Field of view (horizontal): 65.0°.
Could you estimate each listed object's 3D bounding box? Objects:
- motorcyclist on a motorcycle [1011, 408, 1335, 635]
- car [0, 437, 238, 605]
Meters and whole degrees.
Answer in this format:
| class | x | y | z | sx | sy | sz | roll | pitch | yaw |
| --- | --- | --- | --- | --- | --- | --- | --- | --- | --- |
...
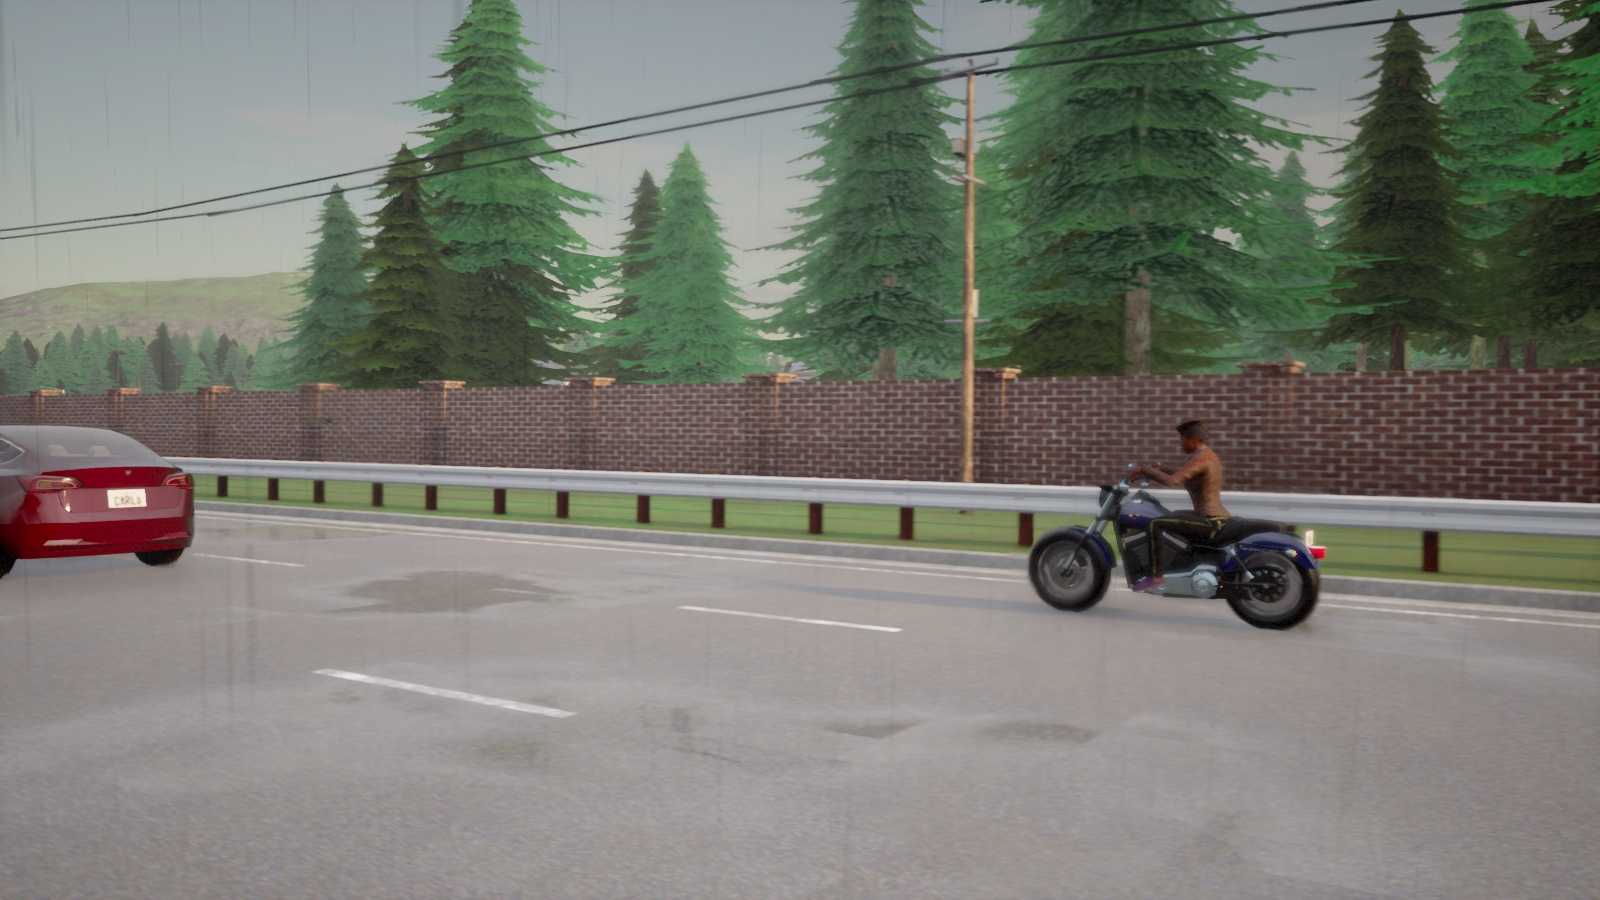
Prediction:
| class | x | y | z | sx | sy | sz | roll | pitch | yaw |
| --- | --- | --- | --- | --- | --- | --- | --- | --- | --- |
| motorcyclist on a motorcycle | 2.948 | 0.518 | 10.067 | 2.350 | 1.649 | 0.766 | 0 | 1 | 34 |
| car | -8.421 | 0.624 | 13.420 | 4.792 | 1.488 | 2.163 | 0 | 1 | 34 |
